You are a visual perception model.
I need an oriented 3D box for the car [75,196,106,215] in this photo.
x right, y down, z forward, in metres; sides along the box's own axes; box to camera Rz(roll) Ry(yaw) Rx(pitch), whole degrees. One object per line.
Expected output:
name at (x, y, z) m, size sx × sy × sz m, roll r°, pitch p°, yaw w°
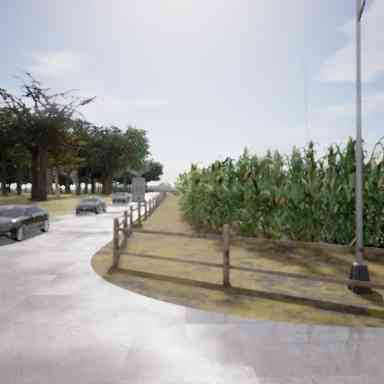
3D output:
car at (-8.951, 1.152, 29.763) m, size 1.837 × 1.490 × 4.892 m, roll 1°, pitch 1°, yaw -2°

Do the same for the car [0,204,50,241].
car at (-8.365, 1.358, 15.757) m, size 1.837 × 1.490 × 4.892 m, roll 1°, pitch 1°, yaw -2°

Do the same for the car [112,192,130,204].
car at (-9.552, 0.829, 44.917) m, size 1.837 × 1.490 × 4.892 m, roll 1°, pitch 1°, yaw -2°
